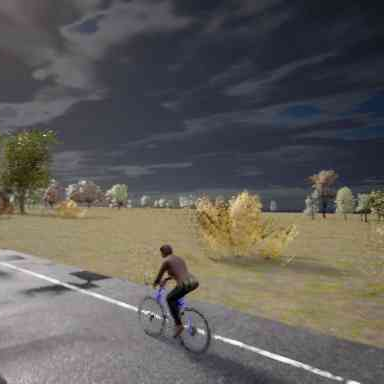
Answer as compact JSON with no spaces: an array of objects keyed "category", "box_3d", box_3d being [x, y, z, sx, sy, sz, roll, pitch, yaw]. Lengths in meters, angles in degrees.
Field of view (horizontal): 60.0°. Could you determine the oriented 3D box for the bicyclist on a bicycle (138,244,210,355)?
[{"category":"bicyclist on a bicycle","box_3d":[-0.340,1.699,5.470,1.656,1.620,0.582,-1,-4,41]}]
